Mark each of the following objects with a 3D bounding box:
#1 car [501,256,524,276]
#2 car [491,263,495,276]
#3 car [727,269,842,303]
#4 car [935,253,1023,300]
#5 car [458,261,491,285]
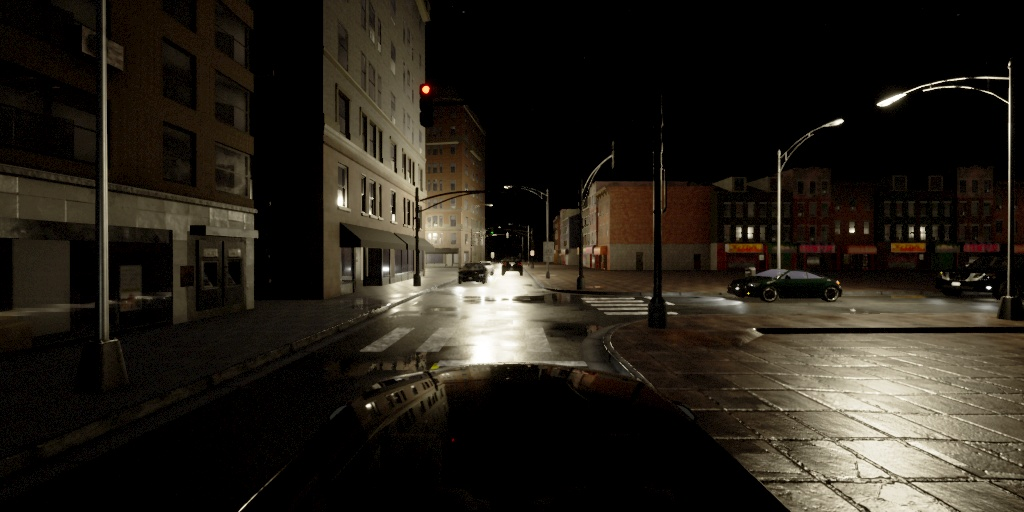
[{"bbox_3d":[0.041,0.976,38.273,2.150,2.045,5.566,0,0,1],"label":"car"},{"bbox_3d":[-2.859,1.281,37.897,1.812,1.442,4.674,0,0,0],"label":"car"},{"bbox_3d":[12.039,1.261,15.999,4.181,1.385,1.994,0,0,0],"label":"car"},{"bbox_3d":[22.619,0.877,16.058,5.566,2.045,2.150,0,0,-1],"label":"car"},{"bbox_3d":[-2.807,1.229,26.329,1.882,1.535,5.008,0,0,-1],"label":"car"}]
